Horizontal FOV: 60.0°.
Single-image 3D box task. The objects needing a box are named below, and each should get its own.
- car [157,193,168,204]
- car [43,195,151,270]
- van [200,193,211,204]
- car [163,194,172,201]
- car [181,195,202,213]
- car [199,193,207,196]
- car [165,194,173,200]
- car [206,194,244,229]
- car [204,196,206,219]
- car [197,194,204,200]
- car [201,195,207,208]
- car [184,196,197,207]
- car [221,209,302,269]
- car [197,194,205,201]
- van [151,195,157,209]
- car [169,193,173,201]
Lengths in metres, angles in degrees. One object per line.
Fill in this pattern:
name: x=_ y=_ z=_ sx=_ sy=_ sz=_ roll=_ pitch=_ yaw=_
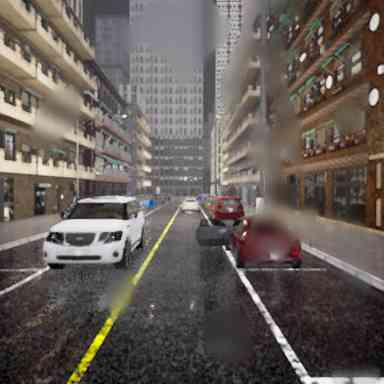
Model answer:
car: x=-5.635 y=1.239 z=56.560 sx=1.967 sy=1.590 sz=4.097 roll=-1 pitch=0 yaw=0
car: x=-2.910 y=1.182 z=11.237 sx=2.150 sy=2.045 sz=5.566 roll=0 pitch=0 yaw=0
van: x=2.243 y=1.141 z=56.622 sx=1.690 sy=1.788 sz=3.998 roll=-1 pitch=0 yaw=0
car: x=-5.757 y=1.282 z=78.756 sx=1.947 sy=1.339 sz=4.313 roll=-1 pitch=0 yaw=0
car: x=-0.137 y=1.401 z=35.531 sx=1.812 sy=1.442 sz=4.674 roll=0 pitch=0 yaw=0
car: x=2.306 y=1.280 z=45.525 sx=1.967 sy=1.590 sz=4.097 roll=-1 pitch=0 yaw=0
car: x=-5.787 y=1.240 z=84.305 sx=1.887 sy=1.381 sz=4.507 roll=-1 pitch=0 yaw=0
car: x=2.427 y=1.234 z=23.329 sx=2.192 sy=1.841 sz=5.009 roll=-1 pitch=0 yaw=0
car: x=2.398 y=1.339 z=28.878 sx=1.967 sy=1.590 sz=4.097 roll=-1 pitch=0 yaw=0
car: x=2.091 y=1.220 z=84.538 sx=1.752 sy=1.417 sz=4.829 roll=-1 pitch=0 yaw=0
car: x=2.337 y=1.385 z=40.146 sx=1.752 sy=1.417 sz=4.829 roll=-1 pitch=0 yaw=0
car: x=-0.236 y=1.357 z=47.876 sx=1.812 sy=1.442 sz=4.674 roll=0 pitch=0 yaw=0
car: x=2.169 y=1.488 z=10.923 sx=1.812 sy=1.442 sz=4.674 roll=0 pitch=0 yaw=0
car: x=2.123 y=1.261 z=78.819 sx=1.887 sy=1.381 sz=4.507 roll=-1 pitch=0 yaw=0
van: x=-5.545 y=1.201 z=39.912 sx=1.690 sy=1.788 sz=3.998 roll=-1 pitch=0 yaw=0
car: x=-5.729 y=1.052 z=73.206 sx=2.192 sy=1.841 sz=5.009 roll=-1 pitch=0 yaw=0
